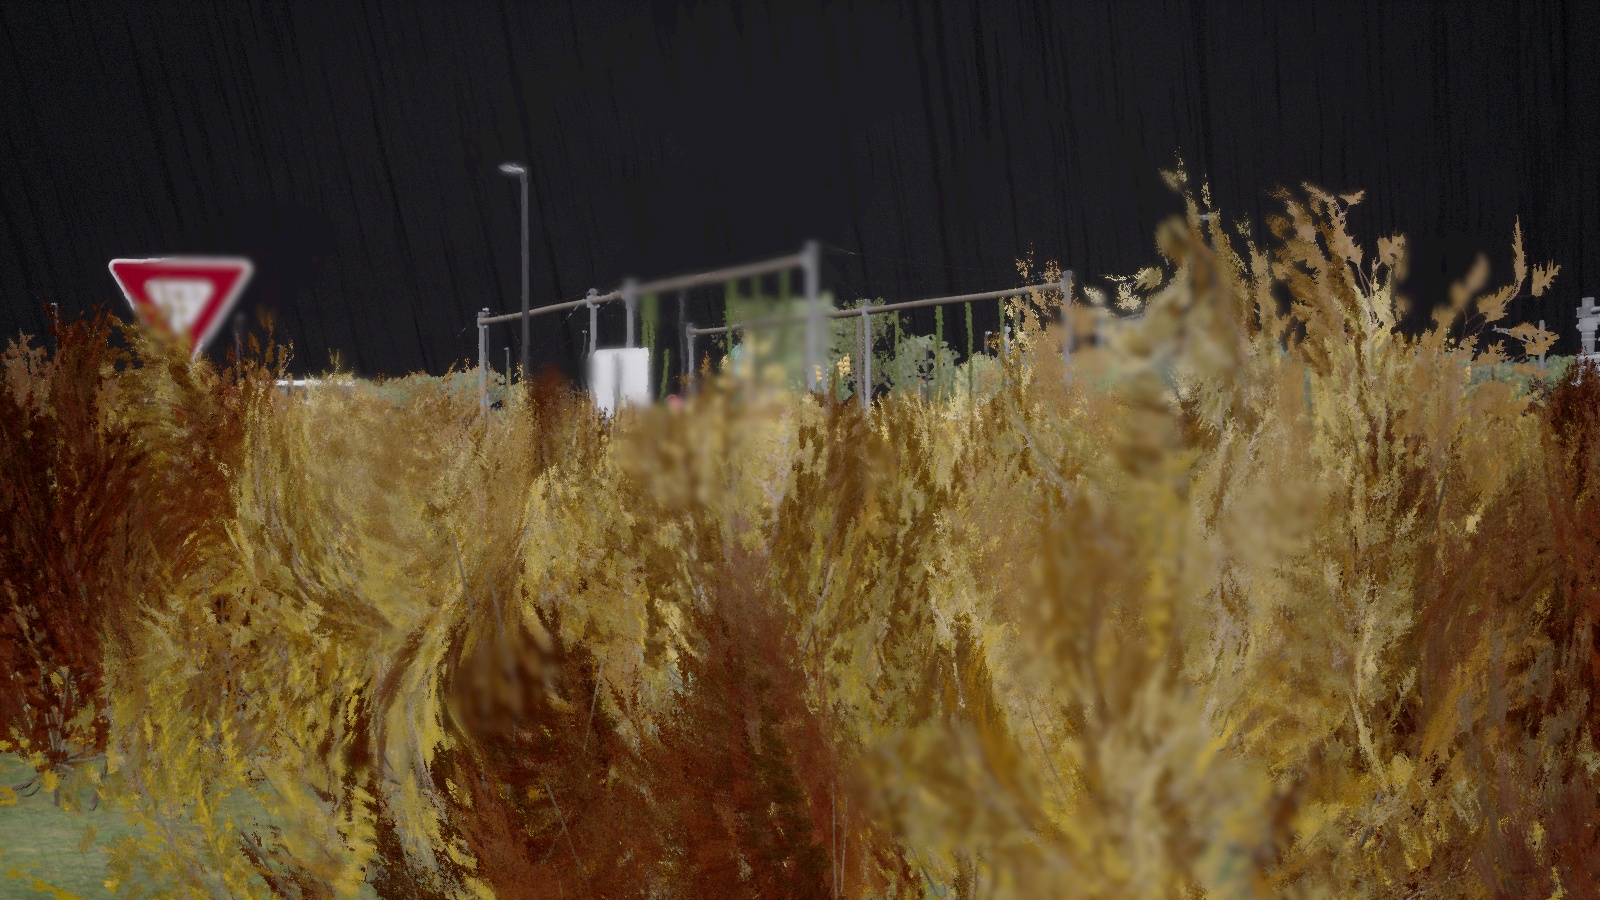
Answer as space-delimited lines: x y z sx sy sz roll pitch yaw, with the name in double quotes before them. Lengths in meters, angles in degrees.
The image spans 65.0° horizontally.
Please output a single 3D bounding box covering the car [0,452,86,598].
"car" -10.417 0.754 13.385 4.674 1.442 1.812 0 2 6
